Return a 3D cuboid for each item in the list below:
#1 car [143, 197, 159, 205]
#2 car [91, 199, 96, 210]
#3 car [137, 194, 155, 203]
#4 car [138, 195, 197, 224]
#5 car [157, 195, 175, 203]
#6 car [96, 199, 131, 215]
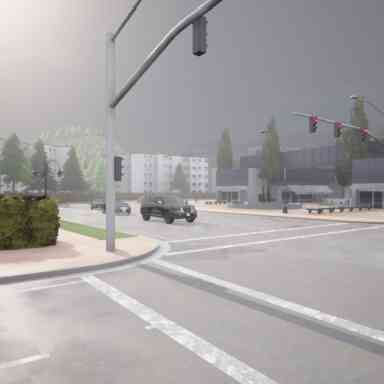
[{"bbox_3d":[-7.228,1.547,59.070,2.033,1.411,5.357,0,0,3],"label":"car"},{"bbox_3d":[-11.981,1.564,42.852,1.994,1.385,4.181,0,0,-17],"label":"car"},{"bbox_3d":[-9.329,1.352,68.065,2.097,1.767,4.553,0,0,15],"label":"car"},{"bbox_3d":[-1.928,1.221,25.347,2.150,2.045,5.566,0,0,-37],"label":"car"},{"bbox_3d":[-5.314,1.477,69.534,1.882,1.535,5.008,0,0,20],"label":"car"},{"bbox_3d":[-7.686,1.491,33.618,2.128,1.511,4.902,0,0,-31],"label":"car"}]
